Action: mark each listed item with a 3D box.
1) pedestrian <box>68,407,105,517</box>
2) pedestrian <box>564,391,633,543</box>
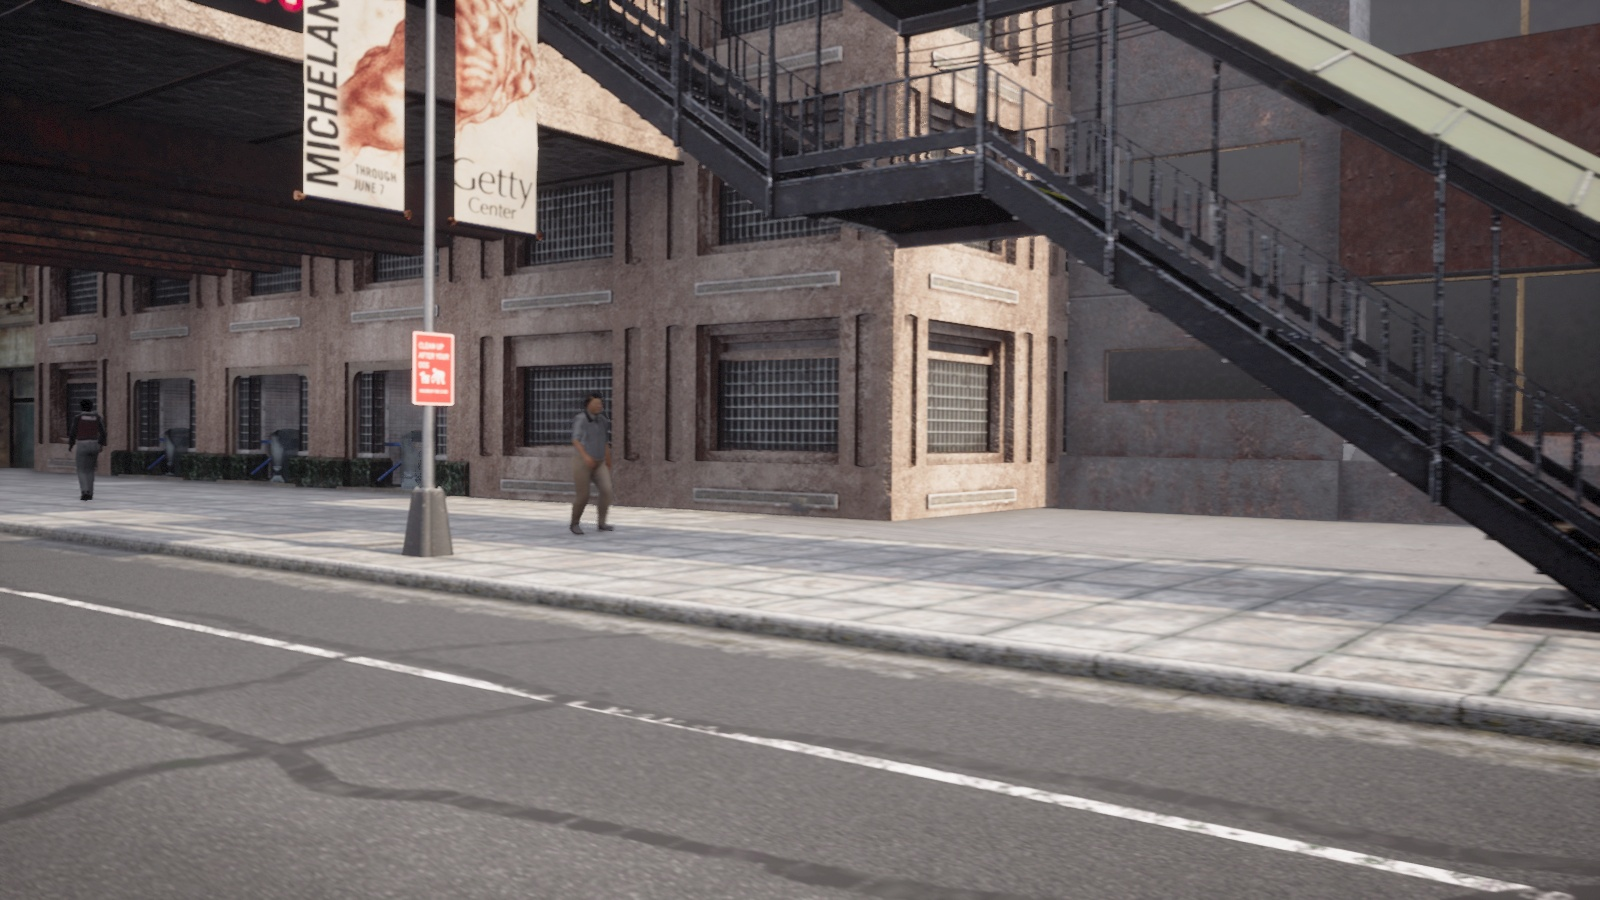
[{"bbox_3d":[-12.782,0.202,22.487,0.402,1.930,0.666,-1,1,-42],"label":"pedestrian"},{"bbox_3d":[-2.514,0.203,15.644,0.540,1.848,0.694,-1,1,-42],"label":"pedestrian"}]
